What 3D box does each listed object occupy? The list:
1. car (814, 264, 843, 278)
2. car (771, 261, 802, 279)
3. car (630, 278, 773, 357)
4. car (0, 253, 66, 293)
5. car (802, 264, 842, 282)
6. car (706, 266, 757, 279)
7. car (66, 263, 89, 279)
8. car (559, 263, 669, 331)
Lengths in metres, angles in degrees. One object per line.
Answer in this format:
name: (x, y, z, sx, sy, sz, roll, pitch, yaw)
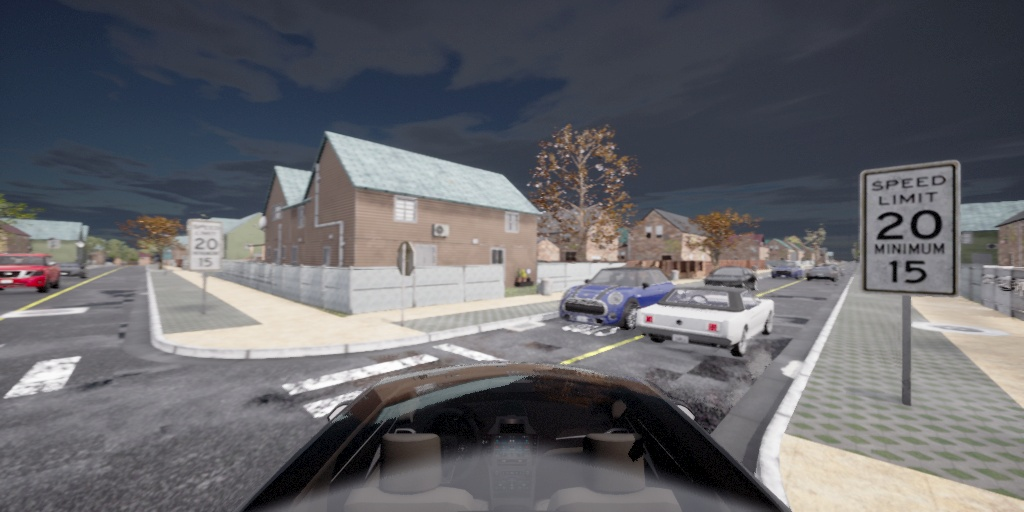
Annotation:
car: (34.911, 1.597, 39.453, 5.357, 1.411, 2.033, 1, 0, -45)
car: (27.453, 1.345, 35.772, 2.097, 1.767, 4.553, 0, 0, 44)
car: (4.921, 1.381, 8.752, 1.895, 1.301, 4.718, 0, 0, 44)
car: (-25.676, 0.862, 18.774, 5.566, 2.045, 2.150, -1, -1, 44)
car: (27.899, 1.550, 32.213, 4.181, 1.385, 1.994, 1, 0, -45)
car: (12.854, 1.342, 20.956, 1.882, 1.535, 5.008, 0, 0, 44)
car: (-36.814, 1.230, 29.751, 4.181, 1.385, 1.994, 0, -1, 45)
car: (3.470, 1.132, 11.345, 2.097, 1.767, 4.553, 0, 0, 44)
